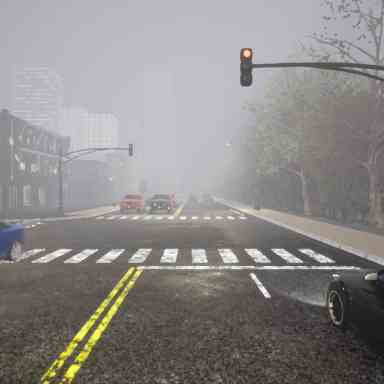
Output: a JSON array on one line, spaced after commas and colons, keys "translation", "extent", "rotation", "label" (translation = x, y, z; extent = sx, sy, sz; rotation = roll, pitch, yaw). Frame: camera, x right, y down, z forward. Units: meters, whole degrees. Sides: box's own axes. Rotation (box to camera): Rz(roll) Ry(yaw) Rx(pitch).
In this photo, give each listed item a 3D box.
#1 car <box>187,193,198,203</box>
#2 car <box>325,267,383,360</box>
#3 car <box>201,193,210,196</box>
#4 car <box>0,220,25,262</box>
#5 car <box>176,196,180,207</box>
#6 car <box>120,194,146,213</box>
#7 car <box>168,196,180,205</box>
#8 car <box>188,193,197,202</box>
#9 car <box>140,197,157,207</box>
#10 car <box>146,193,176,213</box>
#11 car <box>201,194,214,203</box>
[{"translation": [0.159, 1.452, 67.922], "extent": [1.882, 1.535, 5.008], "rotation": [0, 0, 0], "label": "car"}, {"translation": [3.353, 1.563, 4.245], "extent": [1.994, 1.385, 4.181], "rotation": [0, 0, 0], "label": "car"}, {"translation": [3.315, 1.195, 76.863], "extent": [2.150, 2.045, 5.566], "rotation": [0, 0, 0], "label": "car"}, {"translation": [-6.593, 1.476, 9.247], "extent": [1.882, 1.535, 5.008], "rotation": [0, 0, 0], "label": "car"}, {"translation": [-3.297, 1.203, 47.338], "extent": [2.150, 2.045, 5.566], "rotation": [0, 0, 1], "label": "car"}, {"translation": [-6.568, 1.211, 37.382], "extent": [2.150, 2.045, 5.566], "rotation": [0, 0, 0], "label": "car"}, {"translation": [-3.264, 1.455, 61.327], "extent": [1.882, 1.535, 5.008], "rotation": [0, 0, 0], "label": "car"}, {"translation": [0.067, 1.194, 78.115], "extent": [2.150, 2.045, 5.566], "rotation": [0, 0, 0], "label": "car"}, {"translation": [-6.552, 1.544, 50.665], "extent": [1.994, 1.385, 4.181], "rotation": [0, 0, 0], "label": "car"}, {"translation": [-3.321, 1.210, 36.629], "extent": [2.150, 2.045, 5.566], "rotation": [0, 0, 0], "label": "car"}, {"translation": [3.408, 1.576, 66.883], "extent": [1.895, 1.301, 4.718], "rotation": [0, 0, 0], "label": "car"}]
